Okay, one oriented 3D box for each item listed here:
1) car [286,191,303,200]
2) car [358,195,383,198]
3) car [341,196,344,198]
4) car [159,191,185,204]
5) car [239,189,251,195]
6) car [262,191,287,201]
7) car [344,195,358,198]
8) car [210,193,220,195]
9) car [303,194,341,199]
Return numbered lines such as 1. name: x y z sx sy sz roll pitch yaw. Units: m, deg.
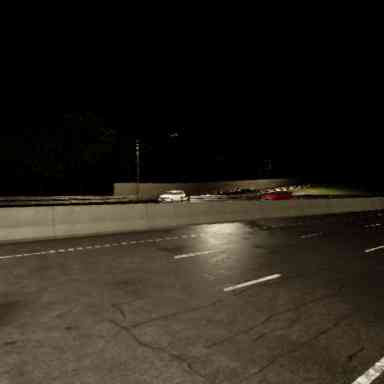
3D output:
1. car: 15.341 1.052 45.046 4.553 1.767 2.097 0 1 -40
2. car: 28.282 1.244 51.383 4.902 1.511 2.128 0 0 -40
3. car: 25.182 1.286 57.890 4.718 1.301 1.895 0 0 -40
4. car: -3.147 0.837 53.765 2.150 2.045 5.566 0 1 28
5. car: 12.895 -0.079 80.493 1.812 1.442 4.674 0 3 34
6. car: 12.218 0.885 46.993 5.566 2.045 2.150 0 1 -40
7. car: 28.002 1.226 55.703 4.892 1.490 1.837 0 1 -40
8. car: 4.603 0.813 67.497 1.895 1.301 4.718 0 2 31
9. car: 16.091 1.261 41.119 4.674 1.442 1.812 0 1 -40
